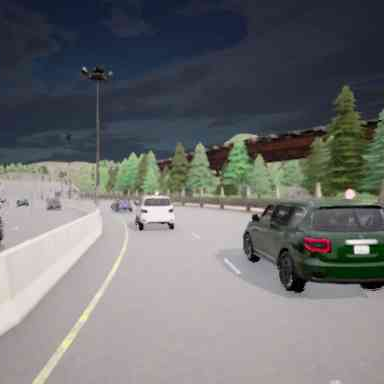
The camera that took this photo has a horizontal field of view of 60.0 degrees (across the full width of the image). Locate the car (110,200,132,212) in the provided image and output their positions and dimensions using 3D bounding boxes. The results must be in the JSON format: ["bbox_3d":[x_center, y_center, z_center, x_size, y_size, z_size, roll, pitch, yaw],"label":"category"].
[{"bbox_3d":[-8.477,1.617,39.939,2.033,1.411,5.357,0,0,-23],"label":"car"}]

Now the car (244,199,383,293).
[{"bbox_3d":[3.026,1.208,9.077,2.150,2.045,5.566,0,0,-5],"label":"car"}]

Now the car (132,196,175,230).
[{"bbox_3d":[-2.532,1.249,21.836,2.150,2.045,5.566,0,0,-13],"label":"car"}]
